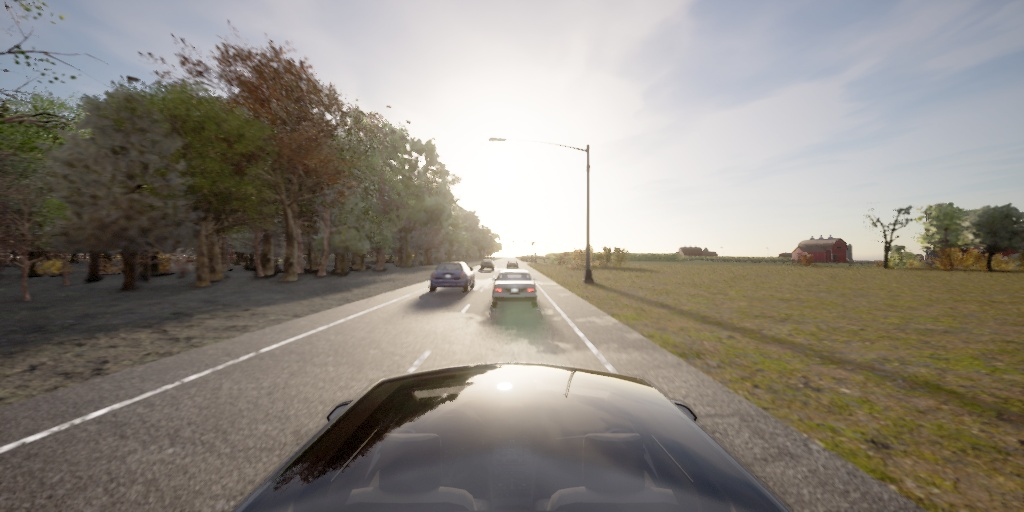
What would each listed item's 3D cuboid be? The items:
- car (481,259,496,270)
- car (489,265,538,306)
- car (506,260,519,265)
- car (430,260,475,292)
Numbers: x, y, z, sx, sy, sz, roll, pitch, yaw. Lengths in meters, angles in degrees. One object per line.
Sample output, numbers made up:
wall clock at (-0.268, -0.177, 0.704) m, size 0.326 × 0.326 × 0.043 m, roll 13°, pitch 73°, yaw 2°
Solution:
car at (-3.418, 1.237, 51.073) m, size 1.837 × 1.490 × 4.892 m, roll 0°, pitch 0°, yaw 0°
car at (0.094, 1.296, 15.597) m, size 2.033 × 1.411 × 5.357 m, roll 0°, pitch 0°, yaw 0°
car at (0.079, 1.329, 57.553) m, size 1.895 × 1.301 × 4.718 m, roll 0°, pitch 0°, yaw 0°
car at (-3.408, 1.099, 21.246) m, size 2.097 × 1.767 × 4.553 m, roll 0°, pitch 0°, yaw 0°
